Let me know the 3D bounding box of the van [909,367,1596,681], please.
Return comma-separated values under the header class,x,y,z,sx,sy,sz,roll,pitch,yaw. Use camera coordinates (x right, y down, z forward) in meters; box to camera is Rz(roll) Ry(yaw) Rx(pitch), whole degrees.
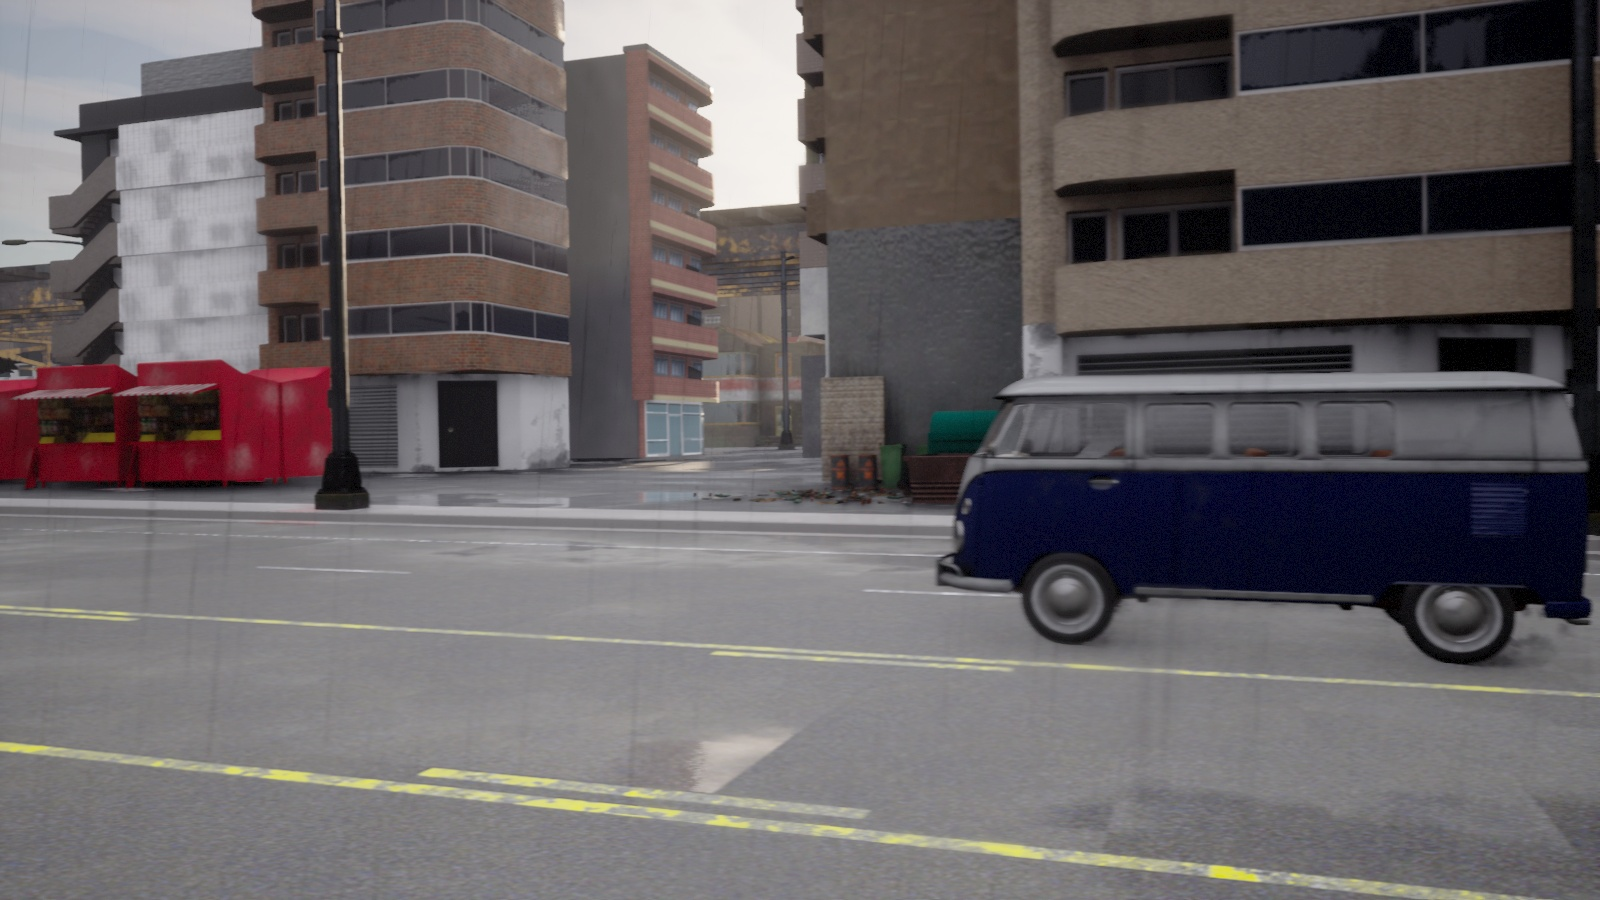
class,x,y,z,sx,sy,sz,roll,pitch,yaw
van,3.203,0.440,9.497,4.442,1.987,1.775,1,1,19
